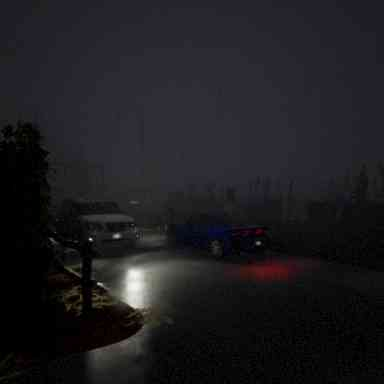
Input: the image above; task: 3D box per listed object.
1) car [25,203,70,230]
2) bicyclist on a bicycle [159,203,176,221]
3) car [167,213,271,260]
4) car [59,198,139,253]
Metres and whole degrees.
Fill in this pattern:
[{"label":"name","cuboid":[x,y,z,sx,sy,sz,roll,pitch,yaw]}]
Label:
[{"label":"car","cuboid":[-10.087,1.591,22.979,1.882,1.535,5.008,0,0,-35]},{"label":"bicyclist on a bicycle","cuboid":[-1.519,1.565,21.970,1.656,1.620,0.582,0,0,-35]},{"label":"car","cuboid":[0.824,1.545,13.049,1.882,1.535,5.008,1,-1,-33]},{"label":"car","cuboid":[-4.331,1.295,14.595,2.150,2.045,5.566,0,0,-35]}]
